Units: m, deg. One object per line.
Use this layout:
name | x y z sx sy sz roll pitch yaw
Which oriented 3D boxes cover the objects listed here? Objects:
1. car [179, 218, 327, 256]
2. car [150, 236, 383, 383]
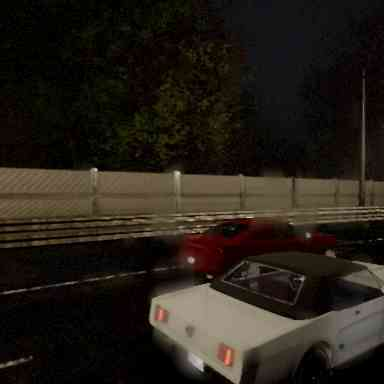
car | 2.037 1.475 9.274 5.008 1.535 1.882 0 0 -34
car | 1.872 1.598 4.969 4.718 1.301 1.895 0 0 -34
